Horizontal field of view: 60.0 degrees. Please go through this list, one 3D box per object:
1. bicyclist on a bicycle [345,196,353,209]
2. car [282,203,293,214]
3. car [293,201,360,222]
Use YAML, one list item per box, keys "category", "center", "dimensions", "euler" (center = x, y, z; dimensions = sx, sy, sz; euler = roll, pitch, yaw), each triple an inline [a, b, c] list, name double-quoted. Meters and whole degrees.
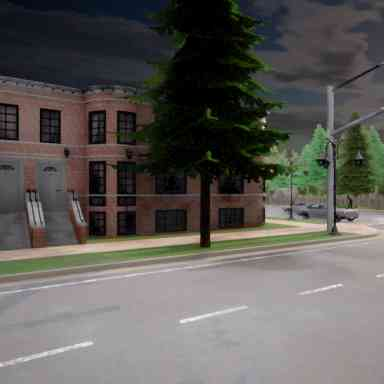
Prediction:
- category: "bicyclist on a bicycle"
  center: [19.240, 1.301, 40.664]
  dimensions: [1.656, 1.620, 0.582]
  euler: [0, 0, -31]
- category: "car"
  center: [11.192, 1.601, 32.718]
  dimensions: [1.895, 1.301, 4.718]
  euler: [0, 0, -31]
- category: "car"
  center: [10.759, 1.601, 26.583]
  dimensions: [1.895, 1.301, 4.718]
  euler: [0, 0, -31]
